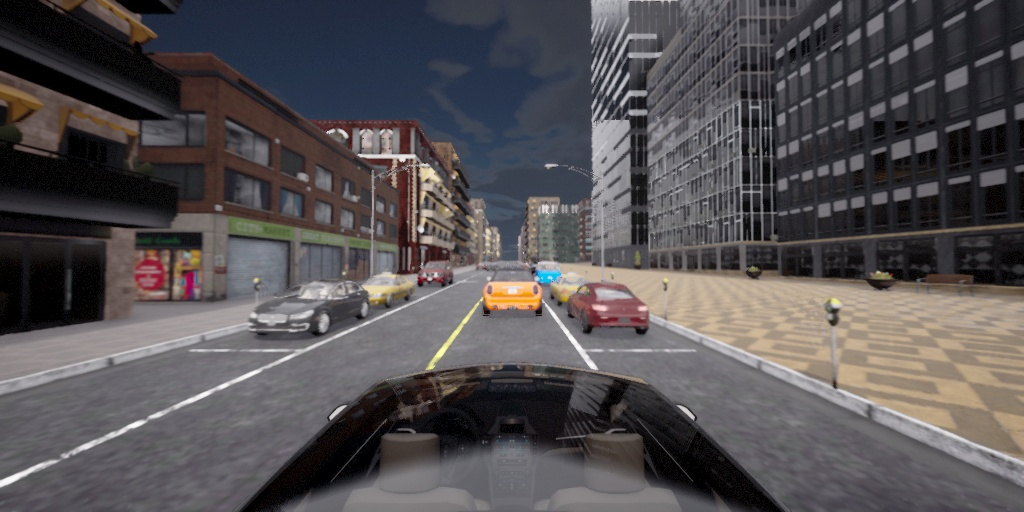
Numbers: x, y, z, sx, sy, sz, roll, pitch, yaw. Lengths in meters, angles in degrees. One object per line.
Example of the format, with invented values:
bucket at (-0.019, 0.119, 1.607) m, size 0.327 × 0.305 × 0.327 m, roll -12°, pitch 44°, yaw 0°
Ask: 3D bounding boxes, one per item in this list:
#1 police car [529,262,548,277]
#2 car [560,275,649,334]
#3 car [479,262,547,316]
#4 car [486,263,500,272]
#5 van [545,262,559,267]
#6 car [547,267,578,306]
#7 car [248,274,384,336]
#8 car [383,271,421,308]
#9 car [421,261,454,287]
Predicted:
police car at (3.104, 1.578, 43.542) m, size 1.930 × 1.638 × 5.238 m, roll 0°, pitch -1°, yaw 0°
car at (2.685, 1.417, 10.658) m, size 1.802 × 1.307 × 4.207 m, roll 0°, pitch 0°, yaw 0°
car at (0.037, 1.220, 14.193) m, size 2.097 × 1.767 × 4.553 m, roll 0°, pitch -1°, yaw 0°
car at (-3.101, 1.866, 58.763) m, size 1.994 × 1.385 × 4.181 m, roll 0°, pitch -1°, yaw 0°
van at (2.673, 1.337, 27.368) m, size 1.690 × 1.789 × 3.998 m, roll 0°, pitch 0°, yaw 0°
car at (2.680, 1.414, 16.398) m, size 1.751 × 1.417 × 4.829 m, roll 0°, pitch 0°, yaw 0°
car at (-5.696, 1.385, 10.653) m, size 2.007 × 1.370 × 4.403 m, roll 0°, pitch 0°, yaw 0°
car at (-5.700, 1.413, 16.054) m, size 1.751 × 1.417 × 4.829 m, roll 0°, pitch 0°, yaw 0°
car at (-5.708, 1.310, 27.363) m, size 2.192 × 1.841 × 5.009 m, roll 0°, pitch 0°, yaw 0°
